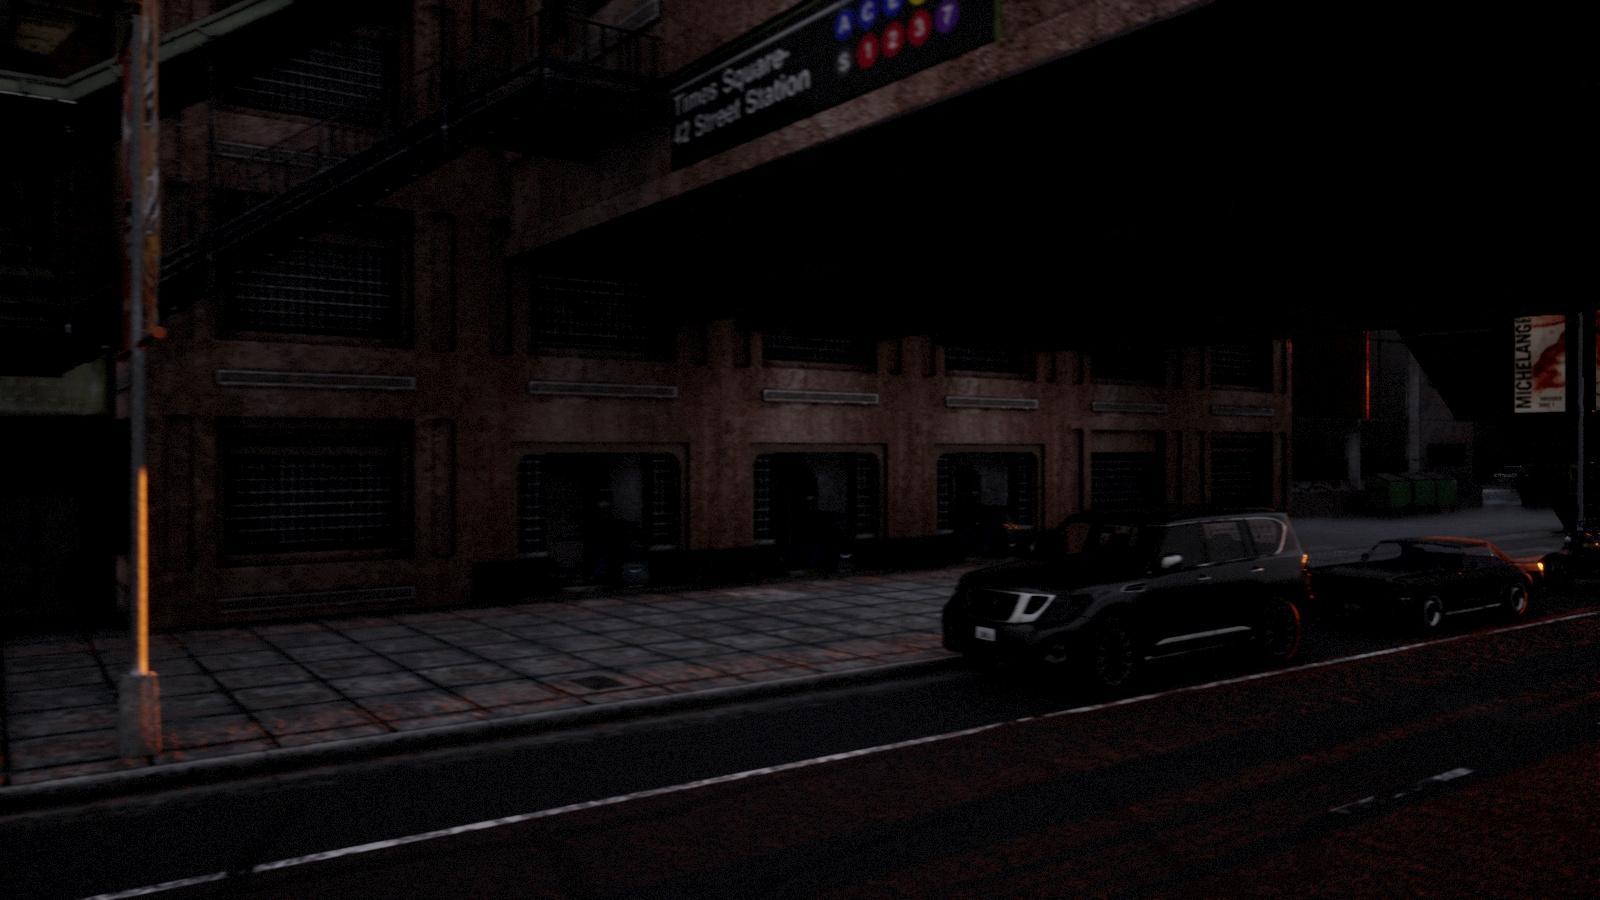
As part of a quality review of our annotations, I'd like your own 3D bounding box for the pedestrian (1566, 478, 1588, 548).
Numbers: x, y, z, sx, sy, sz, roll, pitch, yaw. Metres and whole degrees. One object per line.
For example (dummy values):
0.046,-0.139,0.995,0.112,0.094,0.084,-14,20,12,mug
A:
21.079,1.694,30.991,0.375,1.860,0.375,0,0,-29,pedestrian
